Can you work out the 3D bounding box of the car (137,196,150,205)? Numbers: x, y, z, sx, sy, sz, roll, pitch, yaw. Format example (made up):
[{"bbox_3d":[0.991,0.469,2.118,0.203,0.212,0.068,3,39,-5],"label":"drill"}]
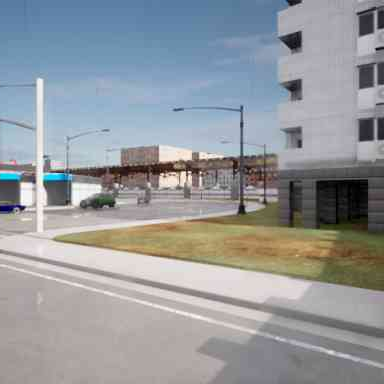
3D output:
[{"bbox_3d":[-8.765,1.526,60.632,2.128,1.511,4.902,0,0,1],"label":"car"}]

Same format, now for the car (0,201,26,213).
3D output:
[{"bbox_3d":[-19.701,1.599,33.931,1.895,1.301,4.718,0,0,37],"label":"car"}]

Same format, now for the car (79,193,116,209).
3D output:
[{"bbox_3d":[-12.605,1.211,44.891,2.150,2.045,5.566,0,1,25],"label":"car"}]
